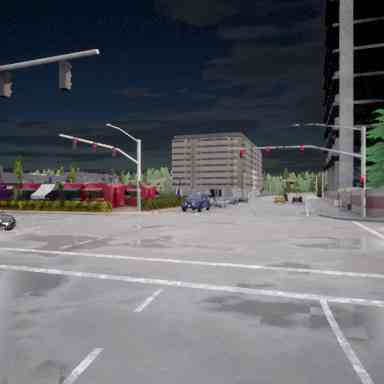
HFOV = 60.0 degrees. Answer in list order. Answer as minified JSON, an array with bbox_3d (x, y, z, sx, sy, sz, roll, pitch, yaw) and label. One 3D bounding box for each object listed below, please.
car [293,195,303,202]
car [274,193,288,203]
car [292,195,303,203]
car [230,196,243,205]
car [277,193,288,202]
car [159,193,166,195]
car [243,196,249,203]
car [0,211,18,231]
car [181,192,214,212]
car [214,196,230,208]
[{"bbox_3d":[24.708,1.525,77.343,2.128,1.511,4.902,0,0,19],"label":"car"},{"bbox_3d":[18.205,1.477,69.000,1.882,1.535,5.008,0,0,19],"label":"car"},{"bbox_3d":[21.419,1.477,67.598,1.882,1.535,5.008,0,0,19],"label":"car"},{"bbox_3d":[6.844,1.491,57.666,2.128,1.511,4.902,0,0,19],"label":"car"},{"bbox_3d":[21.513,1.225,78.819,2.150,2.045,5.566,0,0,19],"label":"car"},{"bbox_3d":[-8.000,1.208,81.429,4.605,1.855,1.932,0,0,19],"label":"car"},{"bbox_3d":[10.314,1.547,67.656,2.033,1.411,5.357,0,0,19],"label":"car"},{"bbox_3d":[-12.442,1.561,19.602,4.892,1.490,1.837,0,-1,26],"label":"car"},{"bbox_3d":[0.580,1.221,39.305,2.150,2.045,5.566,0,0,19],"label":"car"},{"bbox_3d":[3.724,1.600,48.548,1.895,1.301,4.718,0,0,19],"label":"car"}]
